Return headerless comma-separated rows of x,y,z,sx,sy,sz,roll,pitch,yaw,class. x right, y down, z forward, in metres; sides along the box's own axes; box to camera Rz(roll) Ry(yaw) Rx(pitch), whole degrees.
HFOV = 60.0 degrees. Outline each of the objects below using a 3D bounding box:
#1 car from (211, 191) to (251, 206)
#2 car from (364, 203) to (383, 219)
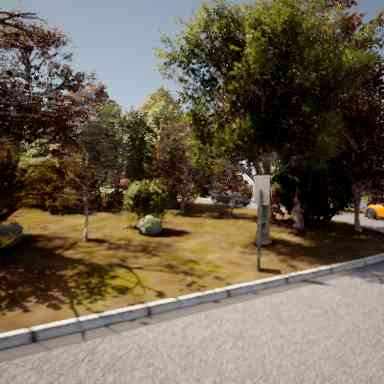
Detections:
4.010,0.649,34.719,1.837,1.490,4.892,2,1,-35,car
14.926,1.263,24.105,2.097,1.767,4.553,2,1,-22,car
